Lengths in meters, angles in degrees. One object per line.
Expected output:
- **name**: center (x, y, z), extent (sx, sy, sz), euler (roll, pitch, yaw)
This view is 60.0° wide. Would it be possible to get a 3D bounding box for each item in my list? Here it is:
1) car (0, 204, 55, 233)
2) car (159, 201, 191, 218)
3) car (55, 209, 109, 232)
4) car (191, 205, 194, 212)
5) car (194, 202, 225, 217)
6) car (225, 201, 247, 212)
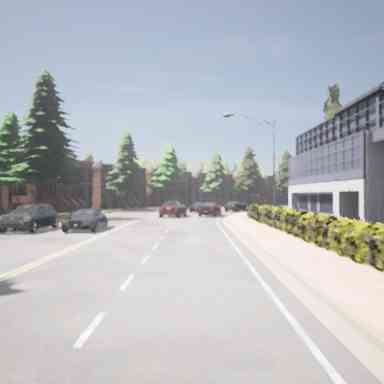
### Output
- **car**: center (-10.302, 1.558, 21.205), extent (2.097, 1.767, 4.553), euler (0, -1, 2)
- **car**: center (-1.901, 1.702, 34.788), extent (2.097, 1.767, 4.553), euler (0, -1, 11)
- **car**: center (-6.796, 1.776, 21.441), extent (1.994, 1.385, 4.181), euler (0, -1, 1)
- **car**: center (1.333, 2.014, 44.495), extent (1.994, 1.385, 4.181), euler (0, -1, 26)
- **car**: center (1.978, 1.843, 36.015), extent (1.882, 1.535, 5.008), euler (0, -1, 14)
- **car**: center (6.026, 1.959, 45.797), extent (2.128, 1.511, 4.902), euler (0, -1, 29)
